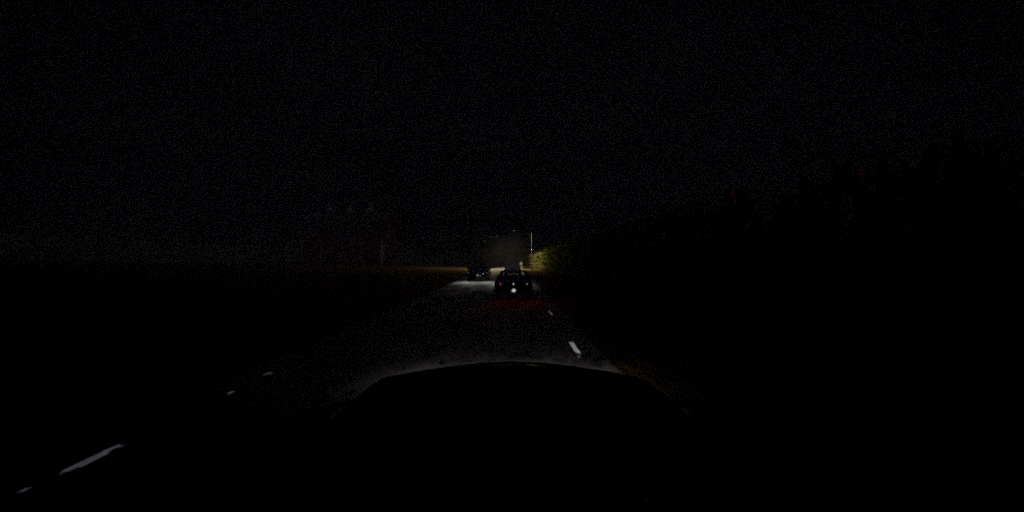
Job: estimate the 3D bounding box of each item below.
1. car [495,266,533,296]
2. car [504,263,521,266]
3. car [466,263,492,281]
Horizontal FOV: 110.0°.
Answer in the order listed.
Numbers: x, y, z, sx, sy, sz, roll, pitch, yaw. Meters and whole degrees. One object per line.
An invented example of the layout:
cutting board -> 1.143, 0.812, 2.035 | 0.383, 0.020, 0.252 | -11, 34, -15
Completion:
car -> 0.081, 1.404, 19.614 | 1.895, 1.301, 4.718 | 0, 0, 0
car -> 0.076, 1.485, 42.100 | 1.812, 1.442, 4.674 | 0, 0, 0
car -> -2.862, 1.390, 31.935 | 1.837, 1.490, 4.892 | 0, 0, 0
